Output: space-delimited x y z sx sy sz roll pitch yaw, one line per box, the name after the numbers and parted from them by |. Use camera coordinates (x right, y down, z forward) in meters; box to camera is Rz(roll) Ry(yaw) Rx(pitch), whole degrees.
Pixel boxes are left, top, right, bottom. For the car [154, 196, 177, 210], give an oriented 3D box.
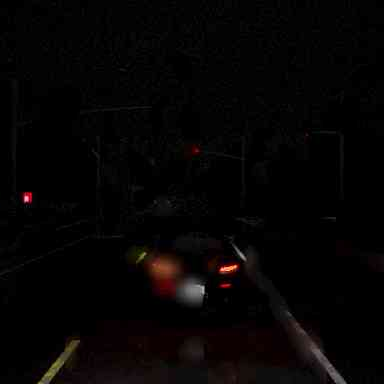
-3.551 1.352 42.326 2.097 1.767 4.553 0 0 2 | car

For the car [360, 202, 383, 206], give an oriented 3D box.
15.566 1.528 28.590 5.357 1.411 2.033 0 0 -6 | car

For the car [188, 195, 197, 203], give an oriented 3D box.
0.090 1.596 70.712 1.895 1.301 4.718 0 0 0 | car

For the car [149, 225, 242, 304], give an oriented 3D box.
0.080 1.526 8.028 1.812 1.442 4.674 0 0 0 | car

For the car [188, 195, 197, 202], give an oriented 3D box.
0.078 1.525 80.822 2.128 1.511 4.902 0 0 0 | car
